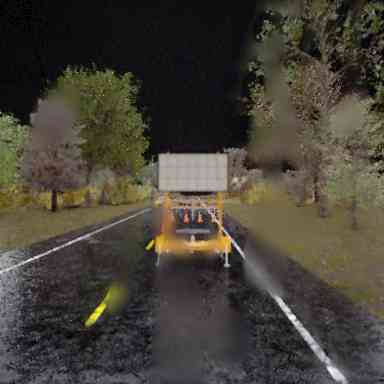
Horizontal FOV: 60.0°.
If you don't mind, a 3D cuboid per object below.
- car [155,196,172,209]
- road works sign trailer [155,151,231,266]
[{"bbox_3d":[-3.470,1.299,41.116,1.882,1.535,5.008,0,0,0],"label":"car"},{"bbox_3d":[0.040,0.406,11.283,2.380,3.560,2.880,0,0,0],"label":"road works sign trailer"}]
